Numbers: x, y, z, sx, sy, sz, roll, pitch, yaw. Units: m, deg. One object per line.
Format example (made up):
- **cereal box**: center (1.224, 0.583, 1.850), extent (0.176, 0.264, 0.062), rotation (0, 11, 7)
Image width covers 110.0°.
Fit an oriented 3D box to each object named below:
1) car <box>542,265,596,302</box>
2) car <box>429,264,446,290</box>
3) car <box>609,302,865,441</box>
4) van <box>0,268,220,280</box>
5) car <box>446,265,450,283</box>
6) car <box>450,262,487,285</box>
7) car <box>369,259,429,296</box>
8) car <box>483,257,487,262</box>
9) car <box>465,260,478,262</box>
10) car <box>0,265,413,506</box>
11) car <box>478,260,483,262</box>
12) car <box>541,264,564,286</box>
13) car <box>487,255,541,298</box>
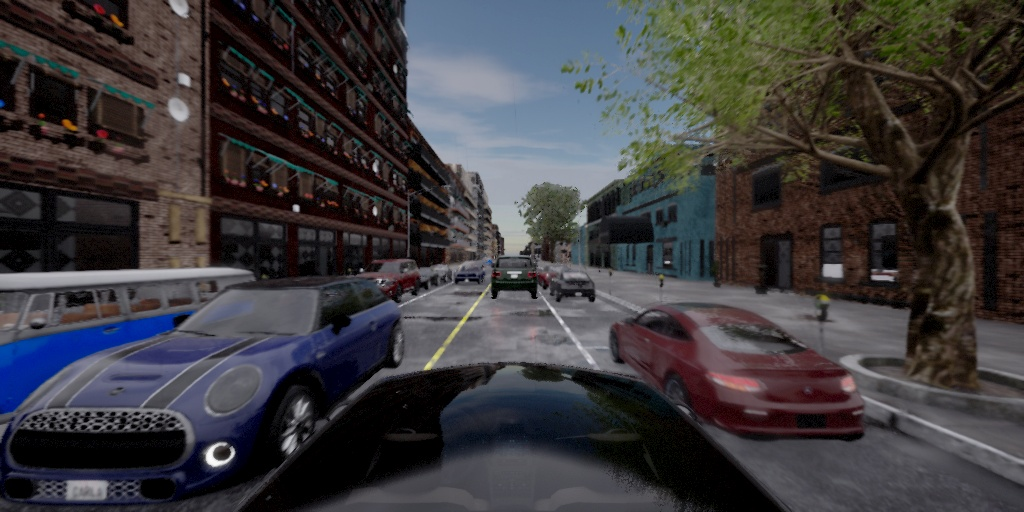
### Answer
- **car**: center (2.695, 1.306, 16.688), extent (2.007, 1.370, 4.403), rotation (0, 0, 0)
- **car**: center (-5.684, 1.326, 22.389), extent (1.948, 1.339, 4.313), rotation (0, 0, 0)
- **car**: center (2.691, 1.332, 5.295), extent (1.802, 1.307, 4.207), rotation (0, 0, 0)
- **van**: center (-5.689, 1.091, 5.299), extent (1.690, 1.789, 3.998), rotation (0, 0, 0)
- **car**: center (-5.683, 1.317, 28.085), extent (2.007, 1.370, 4.403), rotation (0, 0, 0)
- **car**: center (-3.050, 1.365, 26.443), extent (1.895, 1.301, 4.718), rotation (0, 0, 1)
- **car**: center (-5.686, 1.071, 16.692), extent (2.192, 1.841, 5.009), rotation (0, 0, 0)
- **car**: center (-5.673, 1.381, 62.265), extent (1.948, 1.339, 4.313), rotation (0, 0, 0)
- **car**: center (-5.678, 1.313, 45.006), extent (1.751, 1.417, 4.829), rotation (0, 0, 0)
- **car**: center (-3.072, 1.103, 4.844), extent (2.097, 1.767, 4.553), rotation (0, 0, 0)
- **car**: center (-5.676, 1.340, 50.873), extent (1.888, 1.381, 4.507), rotation (0, 0, 0)
- **car**: center (2.697, 1.200, 22.385), extent (1.967, 1.591, 4.097), rotation (0, 0, 0)
- **car**: center (0.104, 0.978, 18.530), extent (2.150, 2.045, 5.566), rotation (0, 0, 0)
